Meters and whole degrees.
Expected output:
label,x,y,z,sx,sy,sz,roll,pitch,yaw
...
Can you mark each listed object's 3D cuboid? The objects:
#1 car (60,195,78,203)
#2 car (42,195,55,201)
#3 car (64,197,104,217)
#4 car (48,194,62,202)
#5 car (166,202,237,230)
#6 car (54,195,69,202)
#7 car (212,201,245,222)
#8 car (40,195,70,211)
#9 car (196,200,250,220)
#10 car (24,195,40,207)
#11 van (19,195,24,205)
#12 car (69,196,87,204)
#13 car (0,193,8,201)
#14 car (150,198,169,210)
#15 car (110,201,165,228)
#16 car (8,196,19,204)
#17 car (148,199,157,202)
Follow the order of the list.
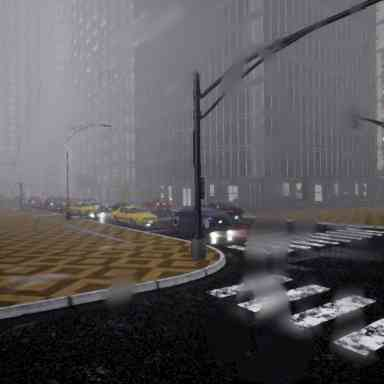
label,x,y,z,sx,sy,sz,roll,pitch,yaw
car,-23.577,1.386,63.745,2.008,1.369,4.403,-1,1,-36
car,-33.415,1.332,77.414,1.752,1.417,4.829,-1,1,-36
car,-10.448,1.533,31.908,1.752,1.417,4.829,-1,1,-36
car,-30.070,1.256,72.765,1.967,1.590,4.097,-1,1,-36
car,0.489,1.558,21.031,1.994,1.385,4.181,-1,1,-36
car,-26.823,1.407,68.255,1.802,1.307,4.206,-1,1,-36
car,1.599,1.452,24.473,1.837,1.490,4.892,-1,1,-35
car,-16.991,1.429,41.099,1.967,1.590,4.097,-1,1,-36
car,2.495,1.455,27.736,2.008,1.369,4.403,-1,1,-36
car,-23.482,1.411,50.120,1.967,1.590,4.097,-1,1,-36
van,-26.729,1.303,54.630,1.690,1.788,3.998,-1,1,-36
car,-20.331,1.389,59.234,1.887,1.381,4.507,-1,1,-36
car,-46.202,1.450,81.694,1.887,1.381,4.507,-1,1,-36
car,-4.057,1.329,36.716,1.967,1.590,4.097,-1,1,-36
car,-4.012,1.552,22.844,1.752,1.417,4.829,-1,1,-36
car,-33.219,1.494,63.653,2.008,1.369,4.403,-1,1,-36
car,-5.527,1.526,29.391,2.033,1.411,5.357,-1,1,-36
